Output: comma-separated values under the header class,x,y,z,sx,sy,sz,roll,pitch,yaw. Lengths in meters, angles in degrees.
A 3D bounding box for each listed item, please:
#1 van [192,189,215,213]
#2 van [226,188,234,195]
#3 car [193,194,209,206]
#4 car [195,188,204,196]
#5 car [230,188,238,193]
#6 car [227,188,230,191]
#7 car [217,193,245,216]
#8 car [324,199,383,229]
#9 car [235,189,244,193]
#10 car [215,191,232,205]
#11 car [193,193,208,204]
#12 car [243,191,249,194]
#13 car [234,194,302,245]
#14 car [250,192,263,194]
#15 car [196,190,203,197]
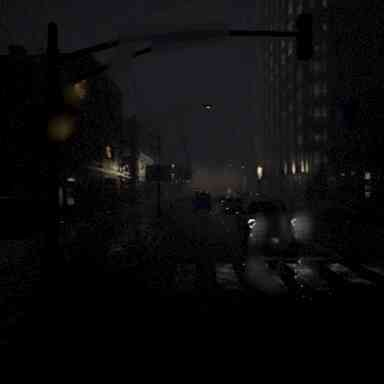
class,x,y,z,sx,sy,sz,roll,pitch,yaw
van,0.894,0.875,30.155,1.690,1.788,3.998,1,1,1
van,10.391,-0.084,90.853,1.690,1.788,3.998,1,1,1
car,1.095,0.948,41.224,1.802,1.307,4.206,1,1,1
car,1.912,0.011,85.484,2.192,1.841,5.009,1,1,1
car,10.087,0.349,74.426,1.752,1.417,4.829,1,1,1
car,10.188,0.058,79.786,2.192,1.841,5.009,1,1,1
car,3.425,1.111,27.419,2.033,1.411,5.357,0,1,1
car,9.068,1.105,18.921,1.967,1.590,4.097,1,1,1
car,9.881,0.539,63.190,1.887,1.381,4.507,1,1,1
car,3.745,0.925,43.166,1.895,1.301,4.718,0,1,1
car,1.197,0.848,46.757,1.947,1.339,4.313,1,1,1
car,9.681,0.684,52.293,1.752,1.417,4.829,1,1,1
car,3.100,1.118,14.038,2.097,1.767,4.553,0,1,3
car,9.579,0.768,46.760,1.752,1.417,4.829,1,1,1
car,1.804,0.307,79.784,1.752,1.417,4.829,1,1,1
